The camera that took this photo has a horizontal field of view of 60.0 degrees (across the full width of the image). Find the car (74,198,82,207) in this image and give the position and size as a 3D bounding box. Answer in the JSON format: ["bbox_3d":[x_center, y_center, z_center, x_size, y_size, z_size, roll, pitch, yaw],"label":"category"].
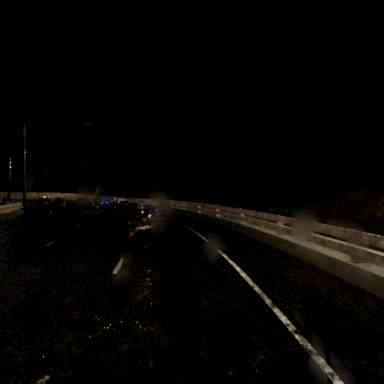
[{"bbox_3d":[-17.813,1.671,53.839,1.812,1.442,4.674,-1,0,-32],"label":"car"}]

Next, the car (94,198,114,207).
[{"bbox_3d":[-14.754,1.681,55.540,1.994,1.385,4.181,-1,0,-32],"label":"car"}]

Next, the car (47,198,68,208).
[{"bbox_3d":[-20.913,1.683,52.315,1.837,1.490,4.892,0,0,-33],"label":"car"}]

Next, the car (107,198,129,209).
[{"bbox_3d":[-10.159,1.570,46.436,2.128,1.511,4.902,-1,0,-26],"label":"car"}]

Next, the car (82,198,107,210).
[{"bbox_3d":[-13.142,1.611,44.577,1.837,1.490,4.892,-1,0,-26],"label":"car"}]

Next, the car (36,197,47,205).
[{"bbox_3d":[-28.489,1.763,63.759,2.128,1.511,4.902,-1,0,-37],"label":"car"}]

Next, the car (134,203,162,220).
[{"bbox_3d":[-3.914,1.629,28.708,1.895,1.301,4.718,-1,0,-15],"label":"car"}]
